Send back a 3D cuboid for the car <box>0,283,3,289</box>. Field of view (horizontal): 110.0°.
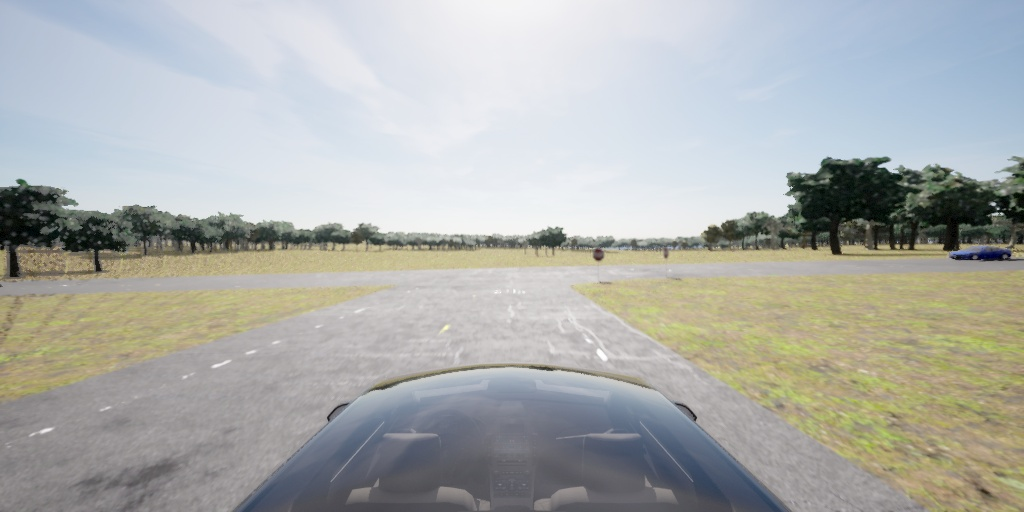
[{"bbox_3d":[-46.877,2.401,30.798,4.181,1.385,1.994,-2,2,1],"label":"car"}]

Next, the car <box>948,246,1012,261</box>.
[{"bbox_3d":[48.730,-0.287,37.400,5.008,1.535,1.882,-2,2,0],"label":"car"}]
